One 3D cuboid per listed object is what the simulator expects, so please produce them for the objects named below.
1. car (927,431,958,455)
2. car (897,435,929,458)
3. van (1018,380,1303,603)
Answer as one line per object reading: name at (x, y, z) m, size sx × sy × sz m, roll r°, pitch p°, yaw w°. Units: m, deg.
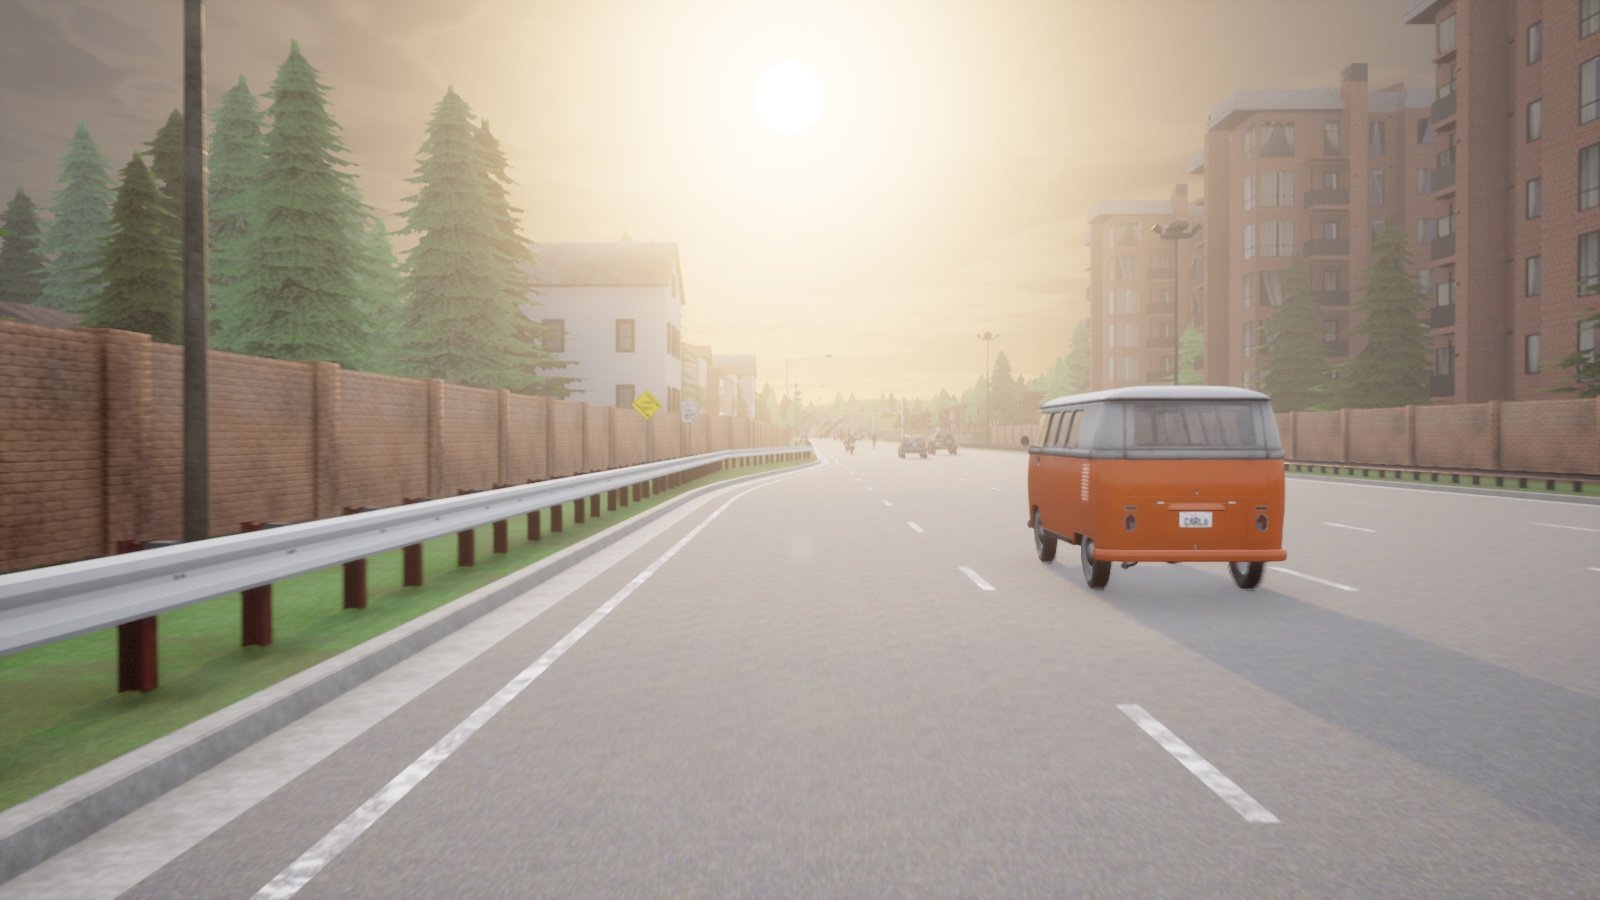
car at (11.055, -0.579, 97.759) m, size 1.932 × 1.855 × 4.605 m, roll 0°, pitch 1°, yaw 0°
car at (7.477, -0.253, 83.539) m, size 1.789 × 1.549 × 3.705 m, roll 0°, pitch 1°, yaw 0°
van at (3.589, 0.343, 13.380) m, size 1.775 × 1.987 × 4.442 m, roll 0°, pitch 1°, yaw 0°
